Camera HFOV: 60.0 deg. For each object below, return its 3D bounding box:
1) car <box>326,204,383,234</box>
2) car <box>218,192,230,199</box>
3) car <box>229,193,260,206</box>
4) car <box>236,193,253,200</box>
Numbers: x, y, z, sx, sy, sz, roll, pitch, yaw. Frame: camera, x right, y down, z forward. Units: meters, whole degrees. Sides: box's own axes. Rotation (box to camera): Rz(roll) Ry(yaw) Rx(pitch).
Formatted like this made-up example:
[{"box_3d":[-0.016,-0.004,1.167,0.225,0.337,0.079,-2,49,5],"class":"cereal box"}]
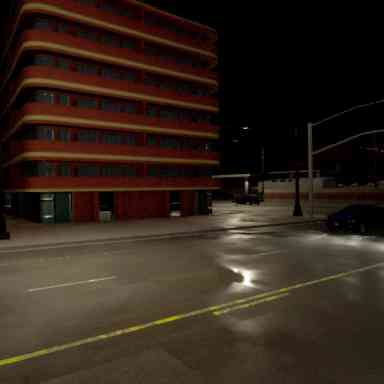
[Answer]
[{"box_3d":[9.885,1.481,19.516,5.008,1.535,1.882,0,0,-35],"class":"car"},{"box_3d":[8.918,0.928,86.185,4.611,1.667,2.242,-1,1,-35],"class":"car"},{"box_3d":[8.603,1.391,52.787,1.837,1.490,4.892,-1,1,-37],"class":"car"},{"box_3d":[12.890,1.060,81.963,3.806,1.475,1.970,-1,1,-35],"class":"car"}]
